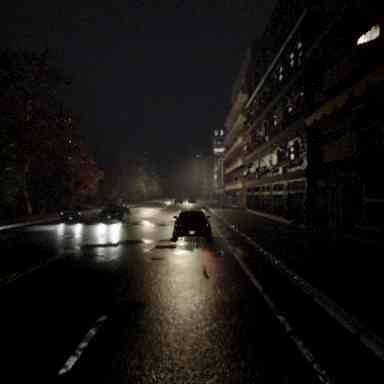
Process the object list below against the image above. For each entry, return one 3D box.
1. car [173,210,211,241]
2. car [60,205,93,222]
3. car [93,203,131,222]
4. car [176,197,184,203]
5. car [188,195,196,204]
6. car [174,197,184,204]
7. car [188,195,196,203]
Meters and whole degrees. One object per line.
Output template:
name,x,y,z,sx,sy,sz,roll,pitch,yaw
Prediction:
car,-0.001,1.673,17.451,1.812,1.442,4.674,0,0,0
car,-9.776,1.840,29.045,1.895,1.301,4.718,0,-1,1
car,-6.531,1.731,28.717,2.128,1.511,4.902,0,-1,1
car,-3.254,2.116,90.197,1.837,1.490,4.892,0,-1,0
car,-0.003,2.162,79.774,1.882,1.535,5.008,0,-1,0
car,-3.253,2.182,79.772,1.837,1.490,4.892,0,-1,0
car,-0.003,1.844,90.229,2.150,2.045,5.566,0,-1,0
